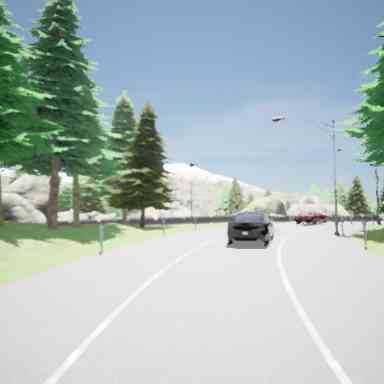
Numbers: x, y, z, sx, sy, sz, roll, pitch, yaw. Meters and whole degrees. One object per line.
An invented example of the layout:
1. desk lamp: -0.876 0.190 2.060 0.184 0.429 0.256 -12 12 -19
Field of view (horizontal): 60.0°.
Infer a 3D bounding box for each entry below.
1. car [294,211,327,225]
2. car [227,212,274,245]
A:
1. car: 11.953 2.587 33.213 1.895 1.301 4.718 -4 -5 38
2. car: 3.100 1.748 17.041 1.882 1.535 5.008 -2 -2 18
